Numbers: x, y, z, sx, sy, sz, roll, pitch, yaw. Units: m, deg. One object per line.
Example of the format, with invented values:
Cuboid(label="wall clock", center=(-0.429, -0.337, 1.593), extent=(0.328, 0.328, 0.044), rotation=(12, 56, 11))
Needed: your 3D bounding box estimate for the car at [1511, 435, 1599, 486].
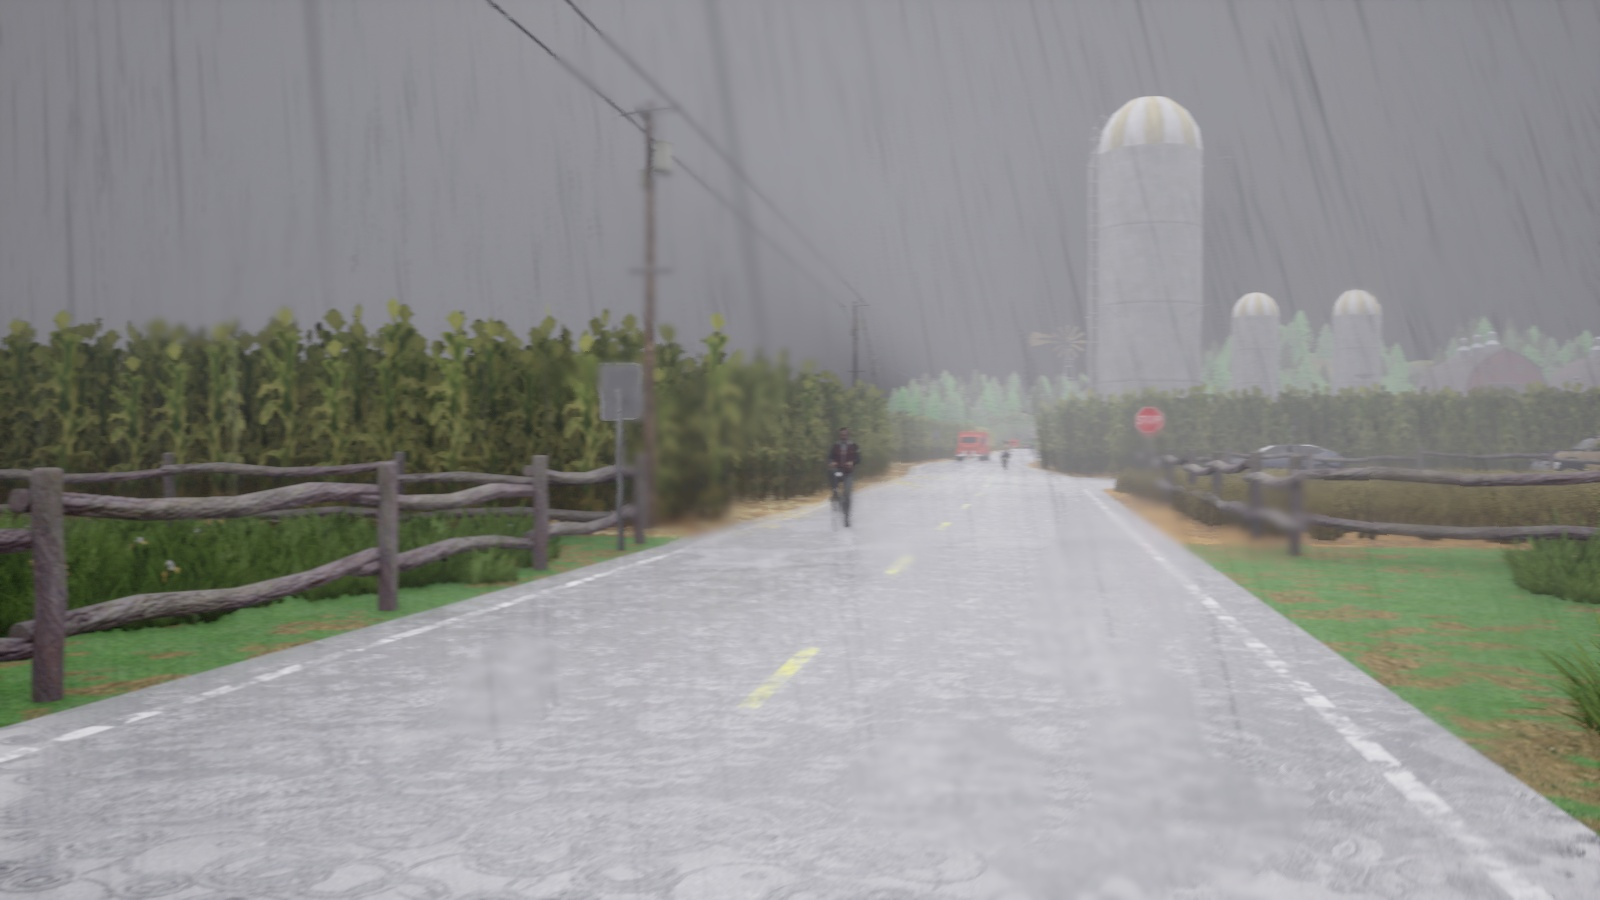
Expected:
Cuboid(label="car", center=(29.144, 0.384, 46.378), extent=(4.605, 1.855, 1.932), rotation=(0, 0, 10))

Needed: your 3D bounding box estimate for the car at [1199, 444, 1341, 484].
Cuboid(label="car", center=(18.004, 0.521, 48.351), extent=(4.792, 1.488, 2.163), rotation=(0, 0, 10))

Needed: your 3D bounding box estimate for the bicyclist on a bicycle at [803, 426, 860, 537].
Cuboid(label="bicyclist on a bicycle", center=(0.546, 0.496, 21.032), extent=(0.659, 1.776, 1.843), rotation=(0, 0, 10))
